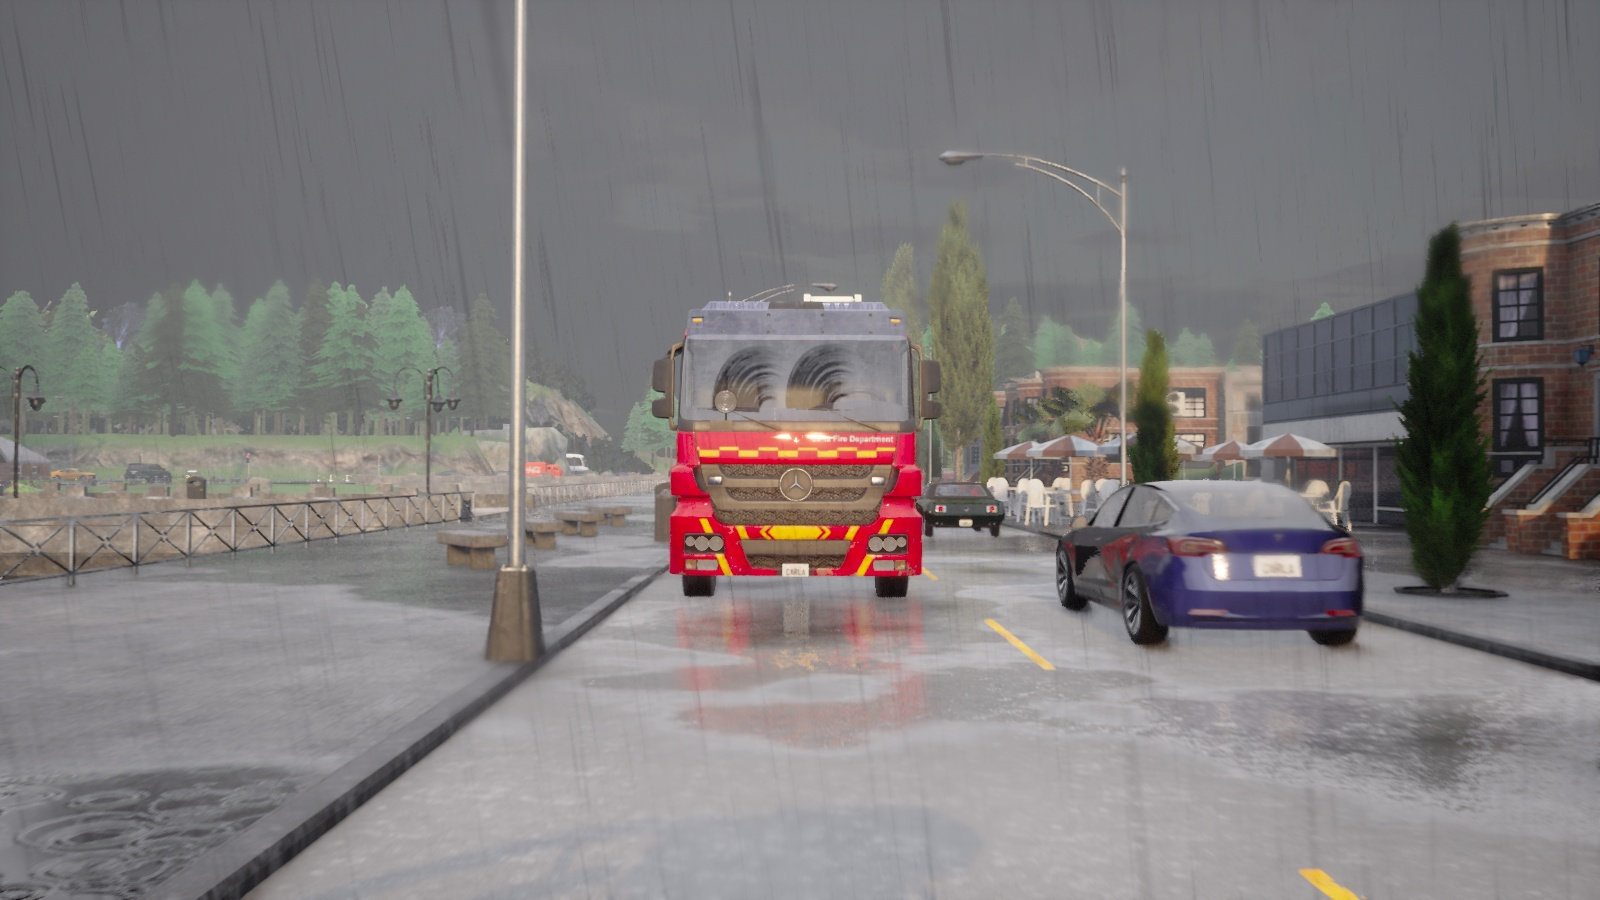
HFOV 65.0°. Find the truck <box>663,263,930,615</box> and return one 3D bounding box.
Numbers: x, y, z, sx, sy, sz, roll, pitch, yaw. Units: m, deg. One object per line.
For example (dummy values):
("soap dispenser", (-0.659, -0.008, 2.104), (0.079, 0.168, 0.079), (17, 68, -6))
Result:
("truck", (-0.051, -0.050, 17.922), (2.891, 3.827, 8.468), (0, -1, 0))

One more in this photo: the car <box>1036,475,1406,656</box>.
("car", (3.965, 1.014, 12.886), (2.163, 1.488, 4.792), (0, -1, 0))

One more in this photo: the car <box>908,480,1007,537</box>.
("car", (3.917, 1.434, 31.953), (1.895, 1.301, 4.718), (0, -1, 0))
